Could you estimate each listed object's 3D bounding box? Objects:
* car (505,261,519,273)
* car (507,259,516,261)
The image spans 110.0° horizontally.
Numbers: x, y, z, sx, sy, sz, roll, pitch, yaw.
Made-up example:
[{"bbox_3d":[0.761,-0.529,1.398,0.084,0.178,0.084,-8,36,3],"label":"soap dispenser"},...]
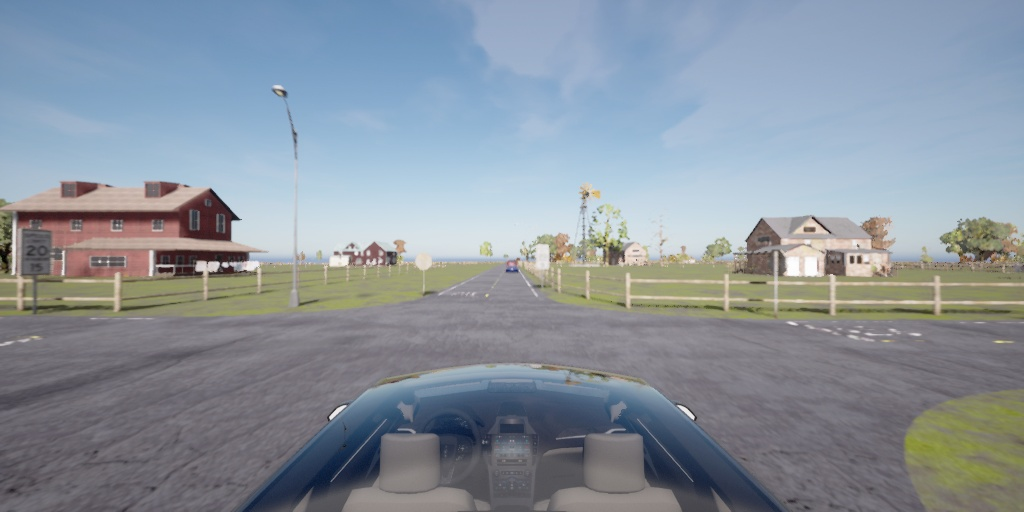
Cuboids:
[{"bbox_3d":[0.026,1.871,55.006,1.994,1.385,4.181,0,-1,1],"label":"car"},{"bbox_3d":[-0.030,1.624,64.947,2.150,2.045,5.566,0,-1,0],"label":"car"}]
